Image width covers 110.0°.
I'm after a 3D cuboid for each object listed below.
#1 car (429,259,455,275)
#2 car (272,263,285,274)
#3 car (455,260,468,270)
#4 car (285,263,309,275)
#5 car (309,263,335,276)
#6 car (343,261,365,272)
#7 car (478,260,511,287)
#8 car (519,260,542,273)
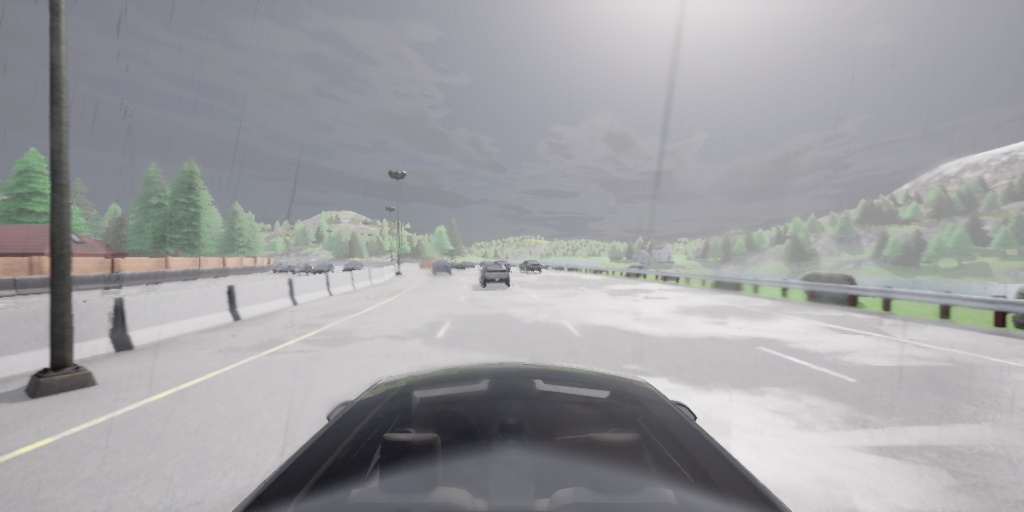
[{"bbox_3d":[-8.433,1.263,42.869,2.097,1.767,4.553,-1,0,-14],"label":"car"},{"bbox_3d":[-33.349,1.771,52.337,2.128,1.511,4.902,-1,0,-19],"label":"car"},{"bbox_3d":[-8.933,1.535,58.231,1.895,1.301,4.718,-1,0,-19],"label":"car"},{"bbox_3d":[-28.400,1.693,48.583,2.128,1.511,4.902,-1,0,-17],"label":"car"},{"bbox_3d":[-23.762,1.635,45.407,1.837,1.490,4.892,-1,0,-16],"label":"car"},{"bbox_3d":[-20.454,1.438,46.526,2.097,1.767,4.553,-1,0,-16],"label":"car"},{"bbox_3d":[-1.301,1.284,24.987,2.128,1.511,4.902,-1,0,-9],"label":"car"},{"bbox_3d":[2.169,1.267,43.875,1.837,1.490,4.892,0,0,-14],"label":"car"}]
